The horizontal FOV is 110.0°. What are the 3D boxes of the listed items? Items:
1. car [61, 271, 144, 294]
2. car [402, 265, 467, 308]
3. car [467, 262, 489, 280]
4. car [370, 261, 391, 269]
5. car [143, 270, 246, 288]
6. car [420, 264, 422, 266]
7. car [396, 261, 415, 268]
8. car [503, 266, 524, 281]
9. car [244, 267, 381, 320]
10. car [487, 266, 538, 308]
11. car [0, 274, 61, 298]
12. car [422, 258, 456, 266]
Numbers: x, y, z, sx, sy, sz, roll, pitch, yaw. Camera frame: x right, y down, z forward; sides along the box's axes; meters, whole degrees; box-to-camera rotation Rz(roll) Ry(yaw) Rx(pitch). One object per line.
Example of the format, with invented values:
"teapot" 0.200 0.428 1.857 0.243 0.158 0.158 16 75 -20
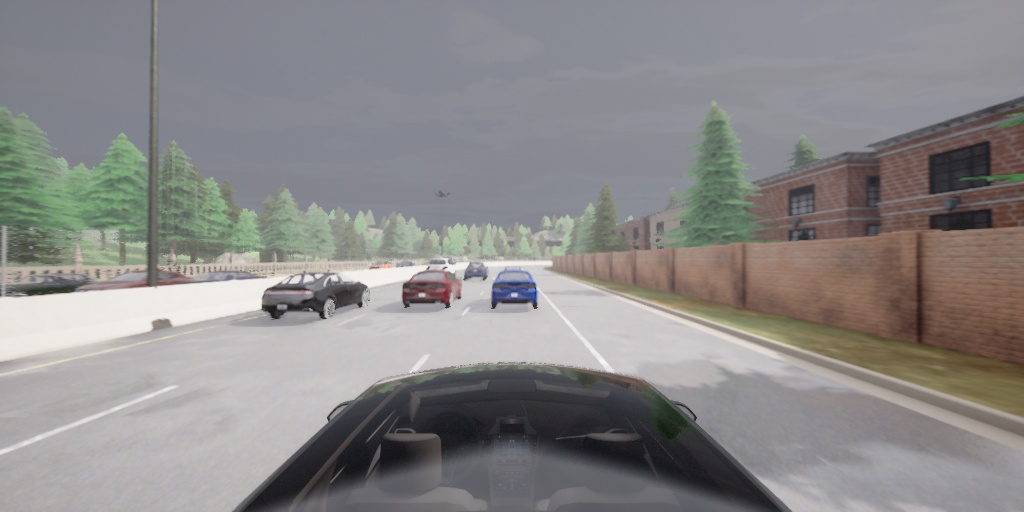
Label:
"car" -17.598 1.414 17.133 1.812 1.442 4.674 0 0 0
"car" -3.399 1.353 16.036 1.882 1.535 5.008 0 -1 0
"car" -3.396 1.392 35.106 2.097 1.767 4.553 0 -1 0
"car" -21.034 1.592 57.560 2.097 1.767 4.553 0 0 1
"car" -14.099 1.438 17.478 2.033 1.411 5.357 0 0 0
"car" -14.031 1.734 59.720 1.882 1.535 5.008 0 0 1
"car" -17.532 1.605 59.190 2.097 1.767 4.553 0 -1 1
"car" 0.104 1.640 34.992 1.895 1.301 4.718 0 0 0
"car" -6.901 1.343 13.199 2.128 1.511 4.902 0 0 0
"car" 0.101 1.352 16.037 1.882 1.535 5.008 0 -1 0
"car" -21.098 1.482 16.202 1.895 1.301 4.718 0 0 0
"car" -6.896 1.267 35.568 2.150 2.045 5.566 0 0 0
